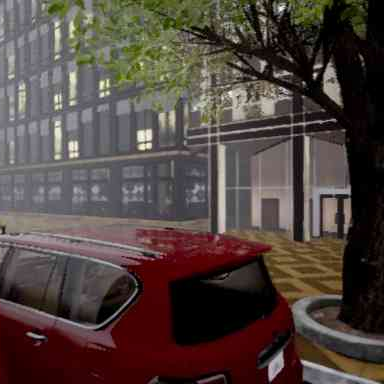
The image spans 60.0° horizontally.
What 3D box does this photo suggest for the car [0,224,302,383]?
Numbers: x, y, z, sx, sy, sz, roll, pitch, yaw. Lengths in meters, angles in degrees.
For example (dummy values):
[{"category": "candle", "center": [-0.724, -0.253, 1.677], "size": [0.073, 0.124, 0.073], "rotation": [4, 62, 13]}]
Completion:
[{"category": "car", "center": [-1.351, 1.292, 3.744], "size": [5.009, 1.841, 2.192], "rotation": [1, 0, 36]}]
